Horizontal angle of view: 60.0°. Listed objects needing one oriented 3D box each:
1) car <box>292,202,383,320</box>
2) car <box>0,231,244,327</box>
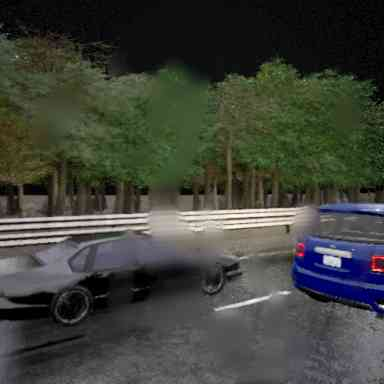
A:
[{"bbox_3d":[4.523,1.242,6.992,5.566,2.045,2.150,0,0,-34],"label":"car"},{"bbox_3d":[-1.396,1.549,7.003,5.357,1.411,2.033,0,0,-35],"label":"car"}]
